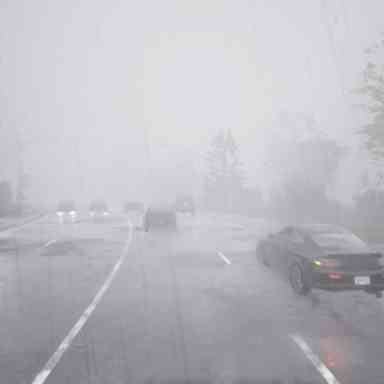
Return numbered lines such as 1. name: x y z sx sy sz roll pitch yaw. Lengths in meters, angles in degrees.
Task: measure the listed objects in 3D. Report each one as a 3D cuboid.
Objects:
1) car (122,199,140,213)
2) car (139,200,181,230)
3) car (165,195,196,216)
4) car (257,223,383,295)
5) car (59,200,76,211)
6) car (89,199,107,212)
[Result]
1. car: -7.062 1.565 39.091 1.882 1.535 5.008 0 0 -20
2. car: -2.172 1.521 21.362 1.882 1.535 5.008 0 0 -11
3. car: -1.275 1.286 32.652 2.150 2.045 5.566 0 0 -16
4. car: 3.093 1.531 8.661 1.812 1.442 4.674 0 0 -4
5. car: -15.865 1.704 42.274 1.895 1.301 4.718 0 0 -22
6. car: -11.507 1.573 40.663 1.882 1.535 5.008 0 -1 -21
